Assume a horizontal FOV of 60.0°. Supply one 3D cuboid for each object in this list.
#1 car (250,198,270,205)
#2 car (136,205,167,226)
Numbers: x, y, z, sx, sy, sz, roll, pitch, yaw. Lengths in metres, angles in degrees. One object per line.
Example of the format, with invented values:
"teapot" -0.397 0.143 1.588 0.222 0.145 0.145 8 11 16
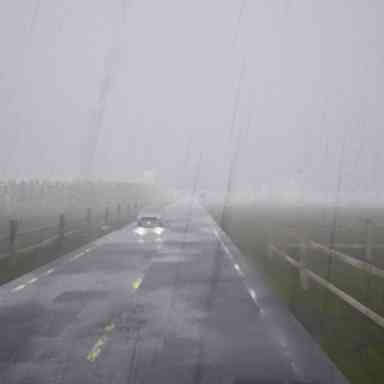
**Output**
"car" 14.055 2.001 68.727 4.181 1.385 1.994 0 -1 1
"car" -2.852 1.673 24.668 2.033 1.411 5.357 0 0 0
